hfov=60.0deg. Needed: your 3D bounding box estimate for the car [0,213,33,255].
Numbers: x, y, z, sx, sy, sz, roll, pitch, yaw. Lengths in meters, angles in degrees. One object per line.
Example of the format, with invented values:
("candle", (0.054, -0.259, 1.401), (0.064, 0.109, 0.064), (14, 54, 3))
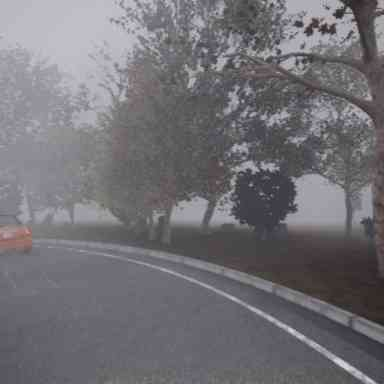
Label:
("car", (-8.442, 1.632, 13.124), (4.553, 1.767, 2.097), (-2, 0, 32))
